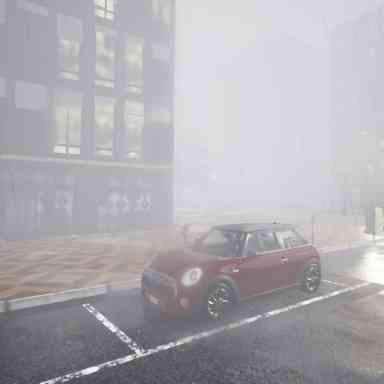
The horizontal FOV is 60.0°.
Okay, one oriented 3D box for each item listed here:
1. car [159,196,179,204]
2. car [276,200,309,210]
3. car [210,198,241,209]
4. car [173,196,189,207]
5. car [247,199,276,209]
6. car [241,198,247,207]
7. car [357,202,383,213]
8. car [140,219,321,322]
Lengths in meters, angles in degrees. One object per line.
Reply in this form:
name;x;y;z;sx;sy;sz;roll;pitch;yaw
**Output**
car;-5.250;1.724;74.611;2.192;1.841;5.009;1;-1;-35
car;14.433;1.806;46.856;1.802;1.307;4.206;1;-1;-35
car;4.315;1.677;46.638;2.008;1.369;4.403;1;-1;-35
car;-2.247;1.732;55.889;1.887;1.381;4.507;1;-1;-35
car;11.153;1.799;51.482;1.887;1.381;4.507;1;-1;-35
car;7.872;1.725;56.108;1.967;1.590;4.097;1;-1;-35
car;20.995;1.730;37.606;1.947;1.339;4.313;1;-1;-35
car;0.932;1.442;7.218;4.097;1.590;1.967;0;1;-36
